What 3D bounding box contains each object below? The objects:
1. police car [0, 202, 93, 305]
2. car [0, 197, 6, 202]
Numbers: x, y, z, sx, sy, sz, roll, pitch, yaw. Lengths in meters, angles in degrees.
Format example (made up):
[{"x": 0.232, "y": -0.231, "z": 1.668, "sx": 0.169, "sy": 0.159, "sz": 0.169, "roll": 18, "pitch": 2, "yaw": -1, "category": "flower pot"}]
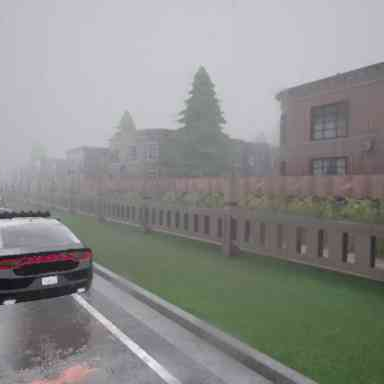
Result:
[{"x": -3.961, "y": 1.259, "z": 7.777, "sx": 1.930, "sy": 1.638, "sz": 5.238, "roll": 0, "pitch": 1, "yaw": -36, "category": "police car"}, {"x": -9.787, "y": 0.983, "z": 15.727, "sx": 2.097, "sy": 1.767, "sz": 4.553, "roll": 0, "pitch": 1, "yaw": -36, "category": "car"}]
